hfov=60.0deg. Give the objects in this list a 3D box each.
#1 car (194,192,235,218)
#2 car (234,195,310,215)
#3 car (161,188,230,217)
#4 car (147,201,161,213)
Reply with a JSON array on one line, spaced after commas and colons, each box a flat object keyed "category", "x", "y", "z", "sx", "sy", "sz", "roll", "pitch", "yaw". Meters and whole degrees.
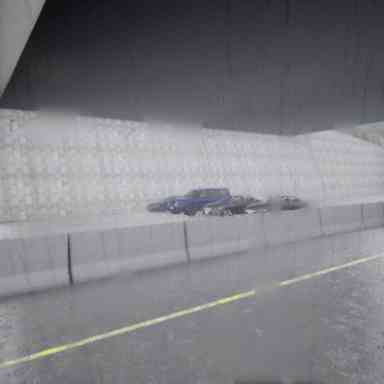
[{"category": "car", "x": 2.969, "y": 0.990, "z": 23.301, "sx": 4.902, "sy": 1.511, "sz": 2.128, "roll": -2, "pitch": 1, "yaw": -35}, {"category": "car", "x": 5.333, "y": 0.977, "z": 20.688, "sx": 4.902, "sy": 1.511, "sz": 2.128, "roll": -2, "pitch": 1, "yaw": -35}, {"category": "car", "x": 0.751, "y": 0.727, "z": 26.019, "sx": 5.566, "sy": 2.045, "sz": 2.150, "roll": -2, "pitch": 1, "yaw": -35}, {"category": "car", "x": -1.577, "y": 1.043, "z": 28.656, "sx": 4.674, "sy": 1.442, "sz": 1.812, "roll": -2, "pitch": 1, "yaw": -35}]
